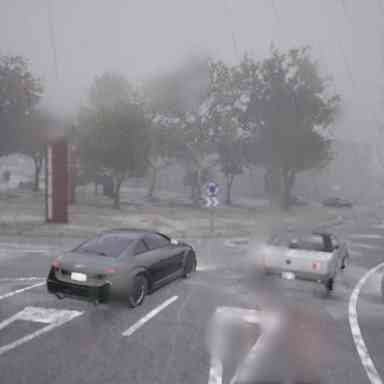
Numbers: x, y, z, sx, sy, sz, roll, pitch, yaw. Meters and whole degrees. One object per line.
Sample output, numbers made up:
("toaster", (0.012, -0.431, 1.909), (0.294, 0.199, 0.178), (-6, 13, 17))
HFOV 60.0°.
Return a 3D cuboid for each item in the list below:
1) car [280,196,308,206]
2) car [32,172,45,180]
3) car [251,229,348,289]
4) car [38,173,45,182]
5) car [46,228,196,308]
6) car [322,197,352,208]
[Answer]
("car", (14.788, 1.231, 48.470), (1.994, 1.385, 4.181), (0, 1, -25))
("car", (-37.329, -3.649, 85.228), (1.946, 1.575, 5.366), (7, 5, 27))
("car", (3.393, 1.749, 9.759), (1.895, 1.301, 4.718), (2, -1, 30))
("car", (-35.188, -3.273, 83.180), (2.002, 1.452, 4.674), (7, 5, 27))
("car", (-1.392, 1.577, 8.090), (1.994, 1.385, 4.181), (2, 0, 21))
("car", (19.473, 1.316, 44.896), (1.994, 1.385, 4.181), (0, 1, -16))
